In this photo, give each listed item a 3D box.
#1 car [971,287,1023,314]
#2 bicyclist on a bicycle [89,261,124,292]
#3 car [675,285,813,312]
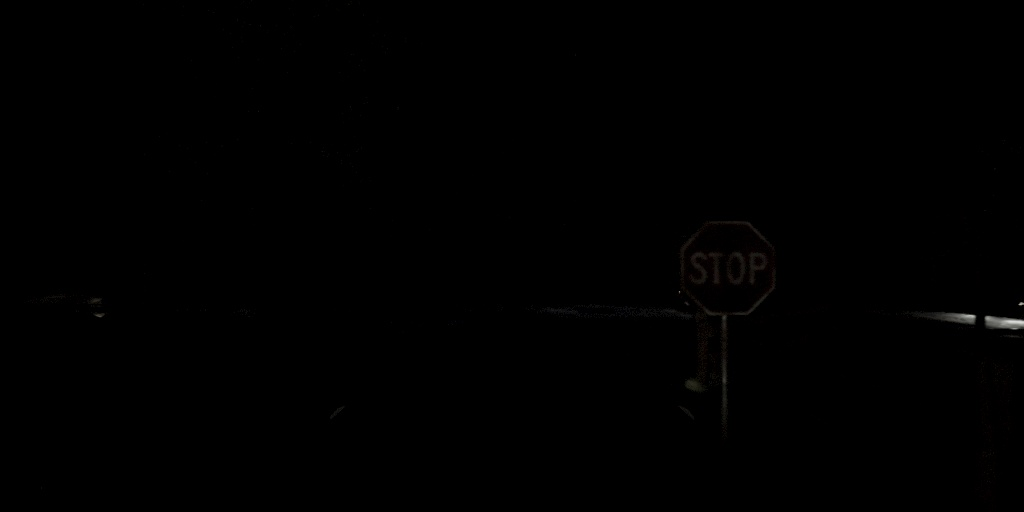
[{"bbox_3d":[22.423,1.814,14.575,5.357,1.411,2.033,1,0,2],"label":"car"},{"bbox_3d":[-21.985,1.115,19.481,0.582,1.620,1.656,1,0,2],"label":"bicyclist on a bicycle"},{"bbox_3d":[9.412,1.681,14.840,4.718,1.301,1.895,1,-1,-1],"label":"car"}]
